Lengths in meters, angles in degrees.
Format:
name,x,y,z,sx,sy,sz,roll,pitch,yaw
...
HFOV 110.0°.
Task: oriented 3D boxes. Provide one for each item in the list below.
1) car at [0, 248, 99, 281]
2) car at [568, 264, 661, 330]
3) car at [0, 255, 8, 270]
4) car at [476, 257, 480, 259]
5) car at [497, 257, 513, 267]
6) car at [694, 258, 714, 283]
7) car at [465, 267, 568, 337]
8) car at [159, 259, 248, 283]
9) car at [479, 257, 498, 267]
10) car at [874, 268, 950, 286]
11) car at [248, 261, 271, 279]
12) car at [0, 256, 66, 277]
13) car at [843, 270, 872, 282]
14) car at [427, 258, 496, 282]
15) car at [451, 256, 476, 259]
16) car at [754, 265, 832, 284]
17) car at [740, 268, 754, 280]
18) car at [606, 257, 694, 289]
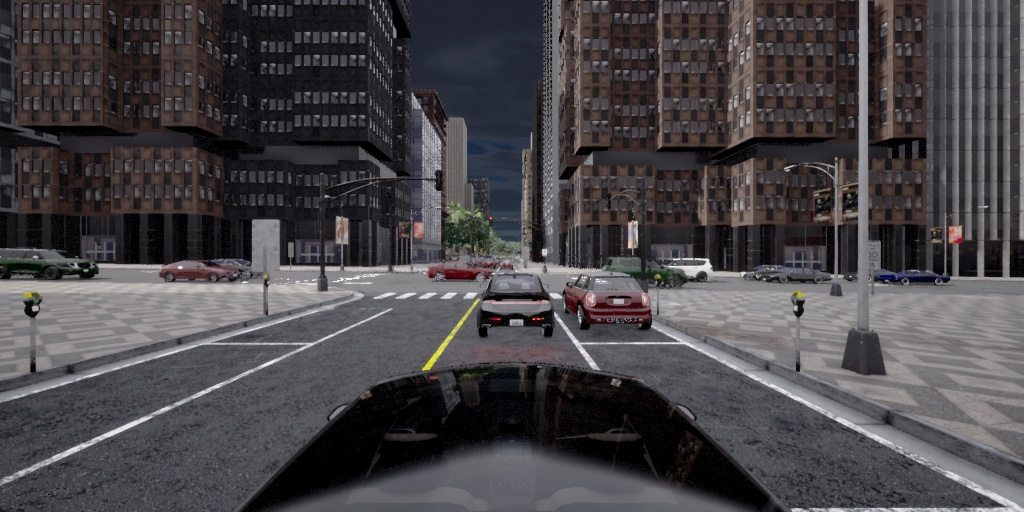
name,x,y,z,sx,sy,sz,roll,pitch,yaw
car,-31.499,0.554,24.175,5.566,2.045,2.150,2,0,0
car,2.735,1.190,11.146,1.967,1.591,4.097,0,0,0
car,-51.913,0.572,33.941,5.357,1.411,2.033,1,0,-1
car,-6.664,1.251,59.338,1.882,1.535,5.008,0,0,0
car,-0.755,1.198,52.527,1.967,1.591,4.097,0,0,-1
car,14.510,1.205,31.259,5.566,2.045,2.150,1,0,1
car,0.077,1.241,10.260,2.128,1.511,4.902,0,0,-1
car,-21.085,1.011,24.269,4.674,1.442,1.812,1,0,0
car,-3.482,1.118,56.078,2.097,1.767,4.553,0,0,0
car,35.075,1.884,31.448,4.718,1.301,1.895,1,0,0
car,-21.197,0.969,27.530,4.902,1.511,2.128,1,0,0
car,-37.651,0.750,27.378,4.892,1.490,1.837,1,0,0
car,34.730,1.838,34.697,4.181,1.385,1.994,1,0,-1
car,-3.966,1.200,27.666,5.008,1.535,1.882,1,0,-1
car,-6.583,0.973,49.348,2.150,2.045,5.566,0,0,0
car,24.750,1.680,31.367,5.357,1.411,2.033,1,0,0
car,24.708,1.619,34.618,4.902,1.511,2.128,1,0,-1
car,8.971,1.132,24.542,5.566,2.045,2.150,1,0,-1
